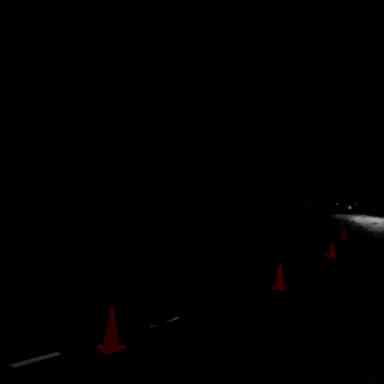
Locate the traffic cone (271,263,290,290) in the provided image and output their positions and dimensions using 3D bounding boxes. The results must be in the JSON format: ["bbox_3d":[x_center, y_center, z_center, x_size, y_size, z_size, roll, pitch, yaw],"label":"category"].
[{"bbox_3d":[2.143,2.032,8.070,0.340,0.580,0.340,0,-1,42],"label":"traffic cone"}]

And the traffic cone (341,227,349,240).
[{"bbox_3d":[7.210,1.932,15.719,0.340,0.580,0.340,-1,1,25],"label":"traffic cone"}]

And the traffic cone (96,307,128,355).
[{"bbox_3d":[-1.166,1.982,4.861,0.340,0.580,0.340,1,-1,-40],"label":"traffic cone"}]

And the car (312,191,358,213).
[{"bbox_3d":[11.669,0.734,27.418,2.128,1.511,4.902,-2,4,-5],"label":"car"}]

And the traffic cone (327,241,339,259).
[{"bbox_3d":[4.952,2.029,11.712,0.340,0.580,0.340,-1,0,34],"label":"traffic cone"}]
